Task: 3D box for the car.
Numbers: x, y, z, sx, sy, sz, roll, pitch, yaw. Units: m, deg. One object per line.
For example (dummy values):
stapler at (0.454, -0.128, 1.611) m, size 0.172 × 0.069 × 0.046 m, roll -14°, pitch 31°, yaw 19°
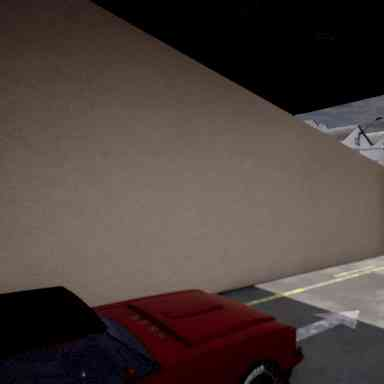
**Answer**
car at (-1.138, 1.603, 2.966) m, size 4.718 × 1.301 × 1.895 m, roll 0°, pitch 0°, yaw -35°
